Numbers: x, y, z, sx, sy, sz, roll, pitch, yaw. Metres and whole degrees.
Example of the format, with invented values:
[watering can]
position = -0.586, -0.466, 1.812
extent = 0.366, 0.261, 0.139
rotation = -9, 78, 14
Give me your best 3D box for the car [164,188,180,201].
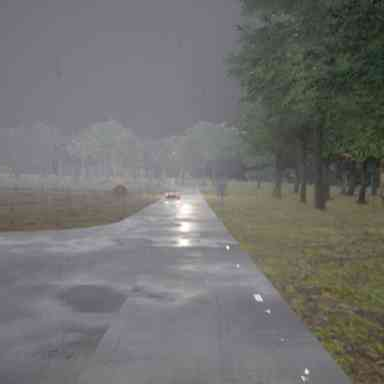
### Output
[car]
position = -2.771, 0.273, 47.160
extent = 2.097, 1.767, 4.553
rotation = 0, 2, 0
